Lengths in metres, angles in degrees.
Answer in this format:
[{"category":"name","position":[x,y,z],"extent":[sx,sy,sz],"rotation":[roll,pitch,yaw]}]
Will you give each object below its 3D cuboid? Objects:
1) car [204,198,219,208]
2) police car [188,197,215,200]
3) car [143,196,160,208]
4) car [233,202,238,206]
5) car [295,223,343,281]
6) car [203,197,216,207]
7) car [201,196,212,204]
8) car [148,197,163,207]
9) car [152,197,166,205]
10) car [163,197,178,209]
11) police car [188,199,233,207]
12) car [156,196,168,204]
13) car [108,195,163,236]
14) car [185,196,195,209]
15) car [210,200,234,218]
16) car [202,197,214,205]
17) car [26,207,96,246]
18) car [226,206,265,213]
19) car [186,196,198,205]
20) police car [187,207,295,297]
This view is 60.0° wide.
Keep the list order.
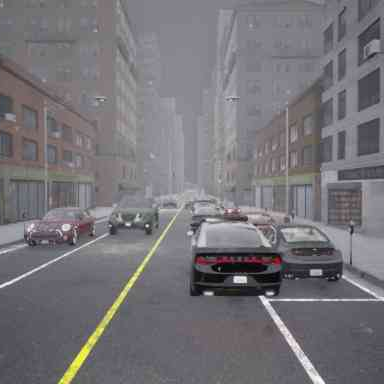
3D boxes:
[{"category":"car","position":[2.740,1.577,48.086],"extent":[1.947,1.339,4.313],"rotation":[-1,0,0]},{"category":"police car","position":[0.892,1.426,24.762],"extent":[1.930,1.638,5.238],"rotation":[0,0,0]},{"category":"car","position":[-5.787,1.451,48.084],"extent":[1.967,1.590,4.097],"rotation":[-1,0,0]},{"category":"car","position":[2.743,1.441,26.066],"extent":[1.967,1.590,4.097],"rotation":[-1,0,0]},{"category":"car","position":[2.748,1.549,9.550],"extent":[2.008,1.369,4.403],"rotation":[-1,0,0]},{"category":"car","position":[2.738,1.559,53.591],"extent":[1.887,1.381,4.507],"rotation":[-1,0,0]},{"category":"car","position":[2.736,1.567,64.602],"extent":[1.887,1.381,4.507],"rotation":[-1,0,0]},{"category":"car","position":[-5.787,1.580,53.590],"extent":[1.947,1.339,4.313],"rotation":[-1,0,0]},{"category":"car","position":[-5.788,1.569,59.095],"extent":[2.008,1.369,4.403],"rotation":[-1,0,0]},{"category":"car","position":[-3.012,1.610,46.560],"extent":[1.895,1.301,4.718],"rotation":[0,0,0]},{"category":"police car","position":[0.890,1.425,18.762],"extent":[1.930,1.638,5.238],"rotation":[0,0,0]},{"category":"car","position":[-5.789,1.567,64.600],"extent":[1.887,1.381,4.507],"rotation":[-1,0,0]},{"category":"car","position":[-3.106,1.221,18.916],"extent":[2.150,2.045,5.566],"rotation":[0,0,0]},{"category":"car","position":[-0.001,1.535,45.195],"extent":[1.812,1.442,4.674],"rotation":[0,0,0]},{"category":"car","position":[2.743,1.548,31.571],"extent":[1.887,1.381,4.507],"rotation":[-1,0,0]},{"category":"car","position":[2.737,1.563,59.096],"extent":[1.887,1.381,4.507],"rotation":[-1,0,0]},{"category":"car","position":[-5.780,1.439,15.053],"extent":[1.967,1.590,4.097],"rotation":[-1,0,0]},{"category":"car","position":[2.747,1.544,15.055],"extent":[1.887,1.381,4.507],"rotation":[-1,0,0]},{"category":"car","position":[-0.015,1.510,58.960],"extent":[2.128,1.511,4.902],"rotation":[0,0,0]},{"category":"police car","position":[0.896,1.424,8.761],"extent":[1.930,1.638,5.238],"rotation":[0,0,0]}]
